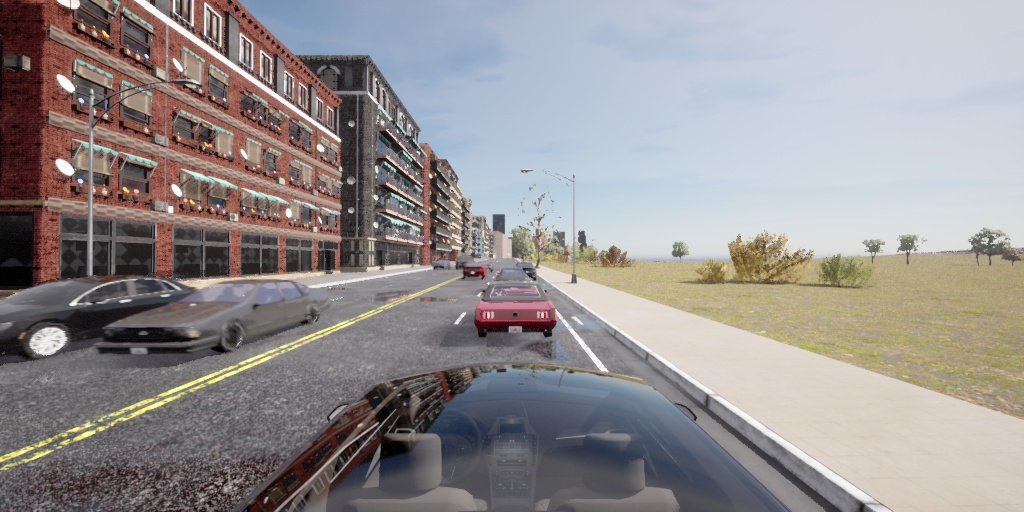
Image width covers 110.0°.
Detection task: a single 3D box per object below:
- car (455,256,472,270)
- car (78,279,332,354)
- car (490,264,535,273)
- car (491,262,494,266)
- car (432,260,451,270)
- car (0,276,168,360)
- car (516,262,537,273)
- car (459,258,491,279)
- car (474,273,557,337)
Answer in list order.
[{"bbox_3d":[-6.761,0.974,51.508,2.150,2.045,5.566,0,0,0],"label":"car"},{"bbox_3d":[-6.623,1.298,9.021,2.033,1.411,5.357,0,0,0],"label":"car"},{"bbox_3d":[0.031,1.317,20.259,1.994,1.385,4.181,0,0,0],"label":"car"},{"bbox_3d":[-3.287,1.300,45.633,2.033,1.411,5.357,0,0,-1],"label":"car"},{"bbox_3d":[-10.011,1.299,51.578,2.033,1.411,5.357,0,0,0],"label":"car"},{"bbox_3d":[-9.873,1.256,8.405,1.837,1.490,4.892,0,0,0],"label":"car"},{"bbox_3d":[1.044,1.259,30.254,1.837,1.490,4.892,0,0,0],"label":"car"},{"bbox_3d":[-3.249,1.231,32.164,1.882,1.535,5.008,0,0,0],"label":"car"},{"bbox_3d":[0.073,1.352,10.229,1.895,1.301,4.718,0,0,0],"label":"car"}]
